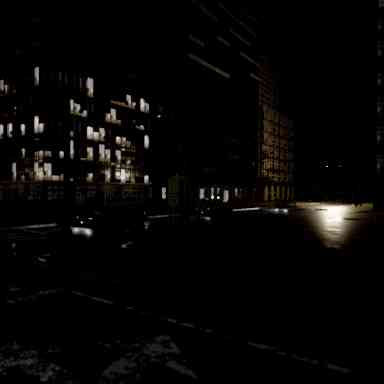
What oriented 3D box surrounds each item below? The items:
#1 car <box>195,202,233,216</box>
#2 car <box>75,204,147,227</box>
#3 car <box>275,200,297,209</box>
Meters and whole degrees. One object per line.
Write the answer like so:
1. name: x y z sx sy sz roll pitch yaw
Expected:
1. car: 2.335 1.724 34.558 1.895 1.301 4.718 1 0 37
2. car: -5.624 1.610 23.881 2.033 1.411 5.357 1 0 37
3. car: 14.205 1.813 50.340 1.895 1.301 4.718 1 0 37
